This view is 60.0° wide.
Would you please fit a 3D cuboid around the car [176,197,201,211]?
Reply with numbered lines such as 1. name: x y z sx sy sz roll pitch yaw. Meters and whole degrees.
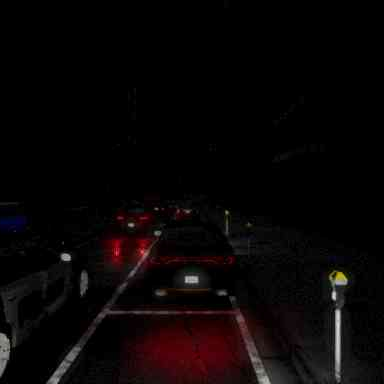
1. car: -0.290 1.443 25.481 1.967 1.590 4.097 0 0 0

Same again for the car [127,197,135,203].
1. car: -8.815 1.591 41.985 1.802 1.307 4.206 0 0 0

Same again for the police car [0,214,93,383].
1. police car: -3.146 1.425 5.308 1.930 1.638 5.238 0 0 0

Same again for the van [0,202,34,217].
1. van: -8.815 1.342 14.478 1.690 1.788 3.998 0 0 0

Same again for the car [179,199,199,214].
1. car: -0.290 1.558 36.484 2.008 1.369 4.403 0 0 0

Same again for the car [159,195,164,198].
1. car: -8.782 1.643 84.589 1.802 1.307 4.206 0 0 0

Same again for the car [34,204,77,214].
1. car: -8.815 1.568 19.979 1.947 1.339 4.313 0 0 0

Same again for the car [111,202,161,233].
1. car: -3.095 1.528 19.332 1.812 1.442 4.674 0 0 0

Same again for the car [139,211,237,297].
1. car: -0.006 1.478 8.650 1.882 1.535 5.008 0 0 0

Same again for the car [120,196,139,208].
1. car: -8.816 1.452 47.486 1.967 1.590 4.097 0 0 0

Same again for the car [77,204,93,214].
1. car: -8.815 1.585 25.481 1.802 1.307 4.206 0 0 0

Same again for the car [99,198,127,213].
1. car: -8.815 1.573 36.483 1.947 1.339 4.313 0 0 0

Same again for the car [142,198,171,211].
1. car: -3.121 1.553 31.707 2.033 1.411 5.357 0 0 1

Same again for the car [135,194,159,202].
1. car: -6.177 1.234 44.879 2.150 2.045 5.566 0 0 0

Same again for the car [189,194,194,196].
1. car: -0.257 1.501 84.576 1.967 1.590 4.097 0 0 0

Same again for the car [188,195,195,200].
1. car: -0.237 1.636 95.394 2.008 1.369 4.403 0 0 0
